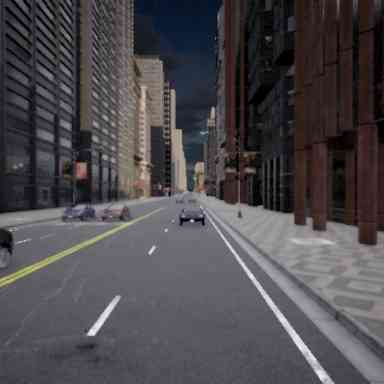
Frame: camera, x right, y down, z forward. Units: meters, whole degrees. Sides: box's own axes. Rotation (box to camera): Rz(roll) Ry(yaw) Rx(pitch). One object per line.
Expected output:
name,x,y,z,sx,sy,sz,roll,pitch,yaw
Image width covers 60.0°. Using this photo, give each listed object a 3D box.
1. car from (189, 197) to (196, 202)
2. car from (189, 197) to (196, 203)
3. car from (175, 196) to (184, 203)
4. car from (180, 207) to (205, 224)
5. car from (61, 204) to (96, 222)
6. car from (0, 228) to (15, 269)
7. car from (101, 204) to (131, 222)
car,0.073,2.088,94.546,1.895,1.301,4.718,0,0,0
car,0.065,2.117,84.095,2.128,1.511,4.902,0,0,0
car,-3.185,2.147,84.515,1.994,1.385,4.181,0,0,0
car,0.020,1.804,26.315,1.895,1.301,4.718,0,0,0
car,-9.762,1.748,29.073,1.812,1.442,4.674,0,-1,1
car,-6.581,1.558,8.639,2.128,1.511,4.902,0,0,0
car,-6.511,1.749,29.077,1.812,1.442,4.674,0,-1,1
